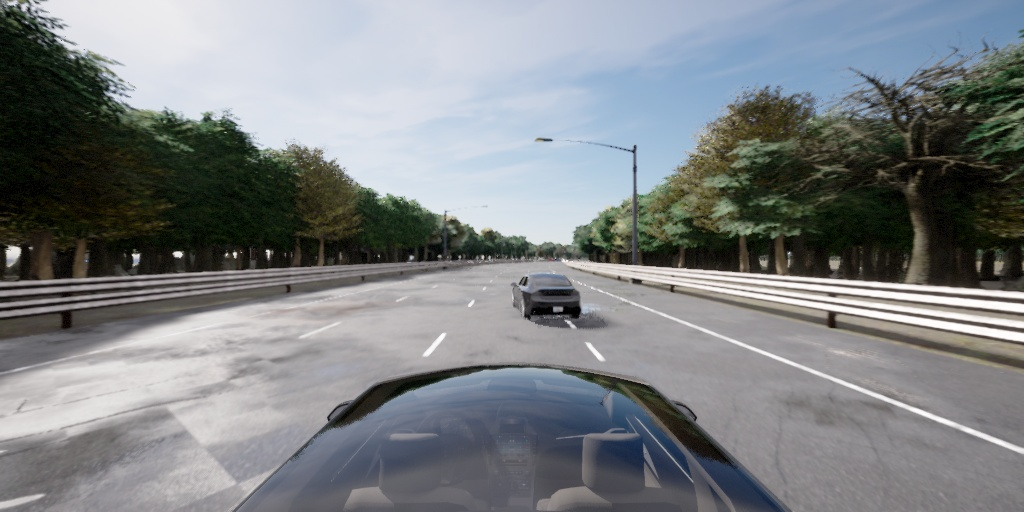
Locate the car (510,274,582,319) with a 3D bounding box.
[{"bbox_3d":[1.103,1.373,13.096,1.837,1.490,4.892,0,-1,-6],"label":"car"}]
